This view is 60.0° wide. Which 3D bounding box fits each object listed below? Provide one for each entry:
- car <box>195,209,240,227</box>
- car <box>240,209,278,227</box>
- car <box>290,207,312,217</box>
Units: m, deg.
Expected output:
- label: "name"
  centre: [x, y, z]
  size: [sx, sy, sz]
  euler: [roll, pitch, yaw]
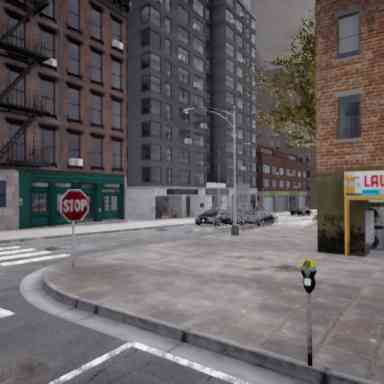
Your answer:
- label: "car"
  centre: [2.050, 2.191, 28.620]
  size: [1.994, 1.385, 4.181]
  euler: [-1, -2, 35]
- label: "car"
  centre: [5.709, 2.213, 28.882]
  size: [2.033, 1.411, 5.357]
  euler: [-1, -2, 35]
- label: "car"
  centre: [15.696, 2.812, 47.943]
  size: [1.895, 1.301, 4.718]
  euler: [-1, -2, 35]
